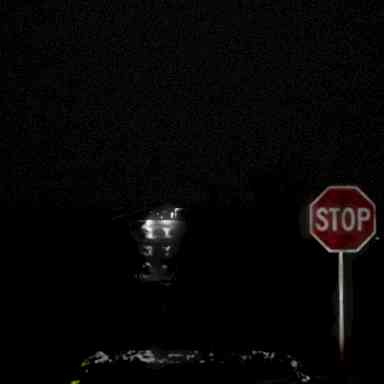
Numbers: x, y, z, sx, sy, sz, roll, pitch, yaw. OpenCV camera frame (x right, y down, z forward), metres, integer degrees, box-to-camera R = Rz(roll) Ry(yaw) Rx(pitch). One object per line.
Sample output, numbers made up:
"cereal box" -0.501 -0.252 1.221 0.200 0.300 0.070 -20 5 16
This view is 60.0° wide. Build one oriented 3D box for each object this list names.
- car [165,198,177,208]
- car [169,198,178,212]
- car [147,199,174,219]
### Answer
"car" -3.345 1.787 53.230 1.837 1.490 4.892 0 -1 -2
"car" -3.024 1.763 41.545 2.033 1.411 5.357 0 0 -1
"car" -2.930 1.661 30.660 1.837 1.490 4.892 0 -1 0
